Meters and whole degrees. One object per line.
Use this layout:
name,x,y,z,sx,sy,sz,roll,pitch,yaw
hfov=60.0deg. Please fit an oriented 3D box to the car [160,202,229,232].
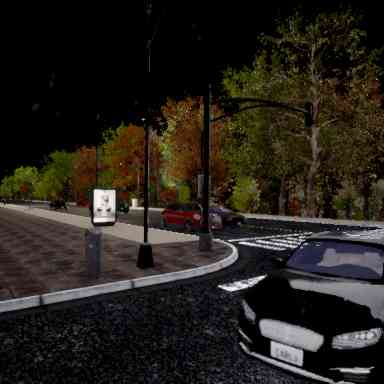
car,-0.138,1.451,20.708,2.097,1.767,4.553,1,-1,-35

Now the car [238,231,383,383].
car,2.596,1.479,5.542,2.128,1.511,4.902,1,1,40

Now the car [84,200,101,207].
car,-19.990,2.298,66.874,1.994,1.385,4.181,1,-1,-35

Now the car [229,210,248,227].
car,1.577,1.706,23.936,2.033,1.411,5.357,1,-1,-35

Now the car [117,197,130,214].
car,-9.416,1.579,39.845,2.150,2.045,5.566,1,-1,-35

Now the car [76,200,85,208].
car,-19.896,2.168,61.016,1.812,1.442,4.674,1,-1,-35

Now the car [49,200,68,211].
car,-19.892,1.997,49.426,1.837,1.490,4.892,1,-1,-35

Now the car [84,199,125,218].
car,-8.822,1.757,33.258,1.837,1.490,4.892,1,0,-35
